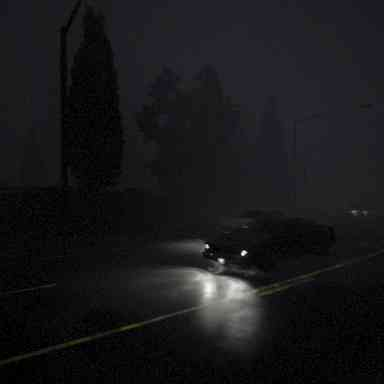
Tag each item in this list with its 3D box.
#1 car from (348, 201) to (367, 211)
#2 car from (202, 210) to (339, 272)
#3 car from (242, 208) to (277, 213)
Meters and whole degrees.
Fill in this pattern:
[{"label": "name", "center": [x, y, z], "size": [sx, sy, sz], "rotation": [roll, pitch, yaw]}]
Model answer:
[{"label": "car", "center": [26.022, 2.210, 52.519], "size": [1.837, 1.490, 4.892], "rotation": [0, -1, 11]}, {"label": "car", "center": [2.816, 1.497, 10.895], "size": [5.357, 1.411, 2.033], "rotation": [0, 0, -41]}, {"label": "car", "center": [3.234, 1.496, 16.044], "size": [4.674, 1.442, 1.812], "rotation": [0, 0, -43]}]
